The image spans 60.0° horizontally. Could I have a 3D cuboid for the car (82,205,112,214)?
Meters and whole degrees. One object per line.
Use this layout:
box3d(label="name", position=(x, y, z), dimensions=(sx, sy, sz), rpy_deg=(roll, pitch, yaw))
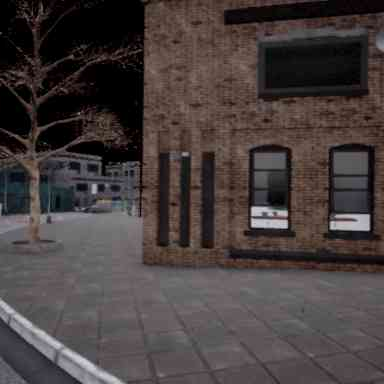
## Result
box3d(label="car", position=(-15.103, 2.802, 53.405), dimensions=(2.033, 1.411, 5.357), rpy_deg=(1, -1, 24))

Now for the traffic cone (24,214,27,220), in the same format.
box3d(label="traffic cone", position=(-18.327, 2.764, 36.592), dimensions=(0.340, 0.580, 0.340), rpy_deg=(1, -1, -3))

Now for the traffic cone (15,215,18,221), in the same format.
box3d(label="traffic cone", position=(-18.236, 2.717, 34.595), dimensions=(0.340, 0.580, 0.340), rpy_deg=(1, -1, -3))

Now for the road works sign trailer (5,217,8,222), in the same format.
box3d(label="road works sign trailer", position=(-16.216, 1.031, 25.798), dimensions=(2.380, 3.560, 2.880), rpy_deg=(1, -1, -2))

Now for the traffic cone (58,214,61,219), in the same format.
box3d(label="traffic cone", position=(-15.421, 2.859, 38.726), dimensions=(0.340, 0.580, 0.340), rpy_deg=(1, -1, -3))
